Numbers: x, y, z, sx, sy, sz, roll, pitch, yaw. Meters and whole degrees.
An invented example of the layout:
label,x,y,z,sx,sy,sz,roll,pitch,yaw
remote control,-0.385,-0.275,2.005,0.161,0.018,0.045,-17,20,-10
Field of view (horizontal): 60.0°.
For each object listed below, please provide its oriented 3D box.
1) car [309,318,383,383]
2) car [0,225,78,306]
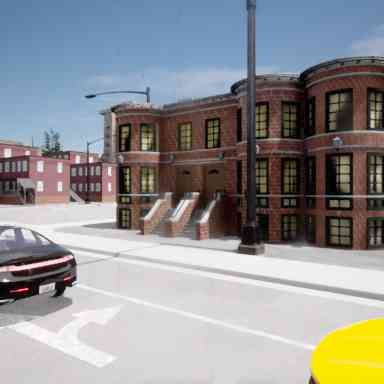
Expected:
label,x,y,z,sx,sy,sz,roll,pitch,yaw
car,3.198,1.478,1.713,5.008,1.535,1.882,0,0,36
car,-4.569,1.492,7.263,4.902,1.511,2.128,0,0,34
